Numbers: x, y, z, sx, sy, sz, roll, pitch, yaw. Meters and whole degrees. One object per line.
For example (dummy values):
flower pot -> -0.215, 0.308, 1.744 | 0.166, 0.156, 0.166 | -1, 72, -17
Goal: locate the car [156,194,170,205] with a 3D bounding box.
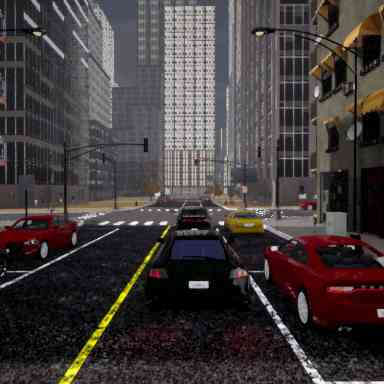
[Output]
car -> -5.645, 1.554, 61.429 | 1.887, 1.381, 4.507 | -1, 0, 0

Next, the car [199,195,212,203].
car -> 2.734, 1.449, 61.420 | 1.967, 1.590, 4.097 | -1, 0, 0

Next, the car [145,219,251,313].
car -> 0.110, 1.564, 7.731 | 1.994, 1.385, 4.181 | 0, 0, 0

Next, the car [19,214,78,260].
car -> -5.688, 1.545, 12.392 | 1.887, 1.381, 4.507 | -1, 0, 0

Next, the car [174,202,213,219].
car -> 0.092, 1.506, 17.716 | 1.837, 1.490, 4.892 | 0, 0, -1

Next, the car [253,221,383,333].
car -> 2.688, 1.545, 6.847 | 1.887, 1.381, 4.507 | -1, 0, 0

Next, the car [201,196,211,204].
car -> 2.740, 1.536, 67.150 | 1.752, 1.417, 4.829 | -1, 0, 0

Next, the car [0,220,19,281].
car -> -5.694, 1.440, 6.868 | 1.967, 1.590, 4.097 | -1, 0, 0

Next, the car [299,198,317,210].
car -> 14.283, 1.263, 37.009 | 4.507, 1.381, 1.887 | -1, 1, 0

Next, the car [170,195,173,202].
car -> -5.642, 1.326, 66.989 | 2.192, 1.841, 5.009 | -1, 0, 0

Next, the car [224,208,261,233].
car -> 2.697, 1.527, 18.064 | 1.752, 1.417, 4.829 | -1, 0, 0

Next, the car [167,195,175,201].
car -> -5.621, 1.562, 89.226 | 1.887, 1.381, 4.507 | -1, 0, 0

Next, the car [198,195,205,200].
car -> 2.765, 1.600, 94.778 | 1.802, 1.307, 4.206 | -1, 0, 0
